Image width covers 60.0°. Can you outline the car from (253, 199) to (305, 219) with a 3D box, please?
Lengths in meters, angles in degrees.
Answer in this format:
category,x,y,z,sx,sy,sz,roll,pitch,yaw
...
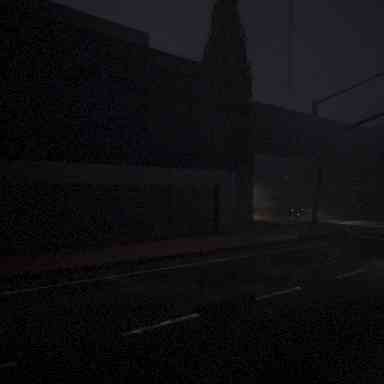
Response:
category,x,y,z,sx,sy,sz,roll,pitch,yaw
car,7.632,1.601,29.727,1.895,1.301,4.718,0,0,-37

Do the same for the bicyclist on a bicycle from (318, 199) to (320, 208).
category,x,y,z,sx,sy,sz,roll,pitch,yaw
bicyclist on a bicycle,16.223,1.303,43.263,1.656,1.620,0.582,0,0,-37

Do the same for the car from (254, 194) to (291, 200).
category,x,y,z,sx,sy,sz,roll,pitch,yaw
car,8.695,1.221,34.158,2.150,2.045,5.566,0,0,-36
